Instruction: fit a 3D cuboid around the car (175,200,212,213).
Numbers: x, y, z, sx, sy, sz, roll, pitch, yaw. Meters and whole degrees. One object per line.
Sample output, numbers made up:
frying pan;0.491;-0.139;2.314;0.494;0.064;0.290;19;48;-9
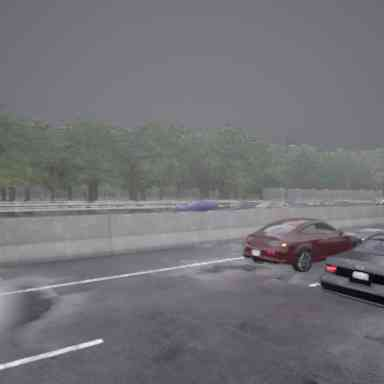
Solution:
car;0.605;1.591;34.508;5.008;1.535;1.882;0;0;-35

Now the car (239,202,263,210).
car;6.887;1.657;30.385;4.674;1.442;1.812;0;0;-35

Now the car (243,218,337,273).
car;3.694;1.570;10.804;4.674;1.442;1.812;0;0;-35

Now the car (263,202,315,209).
car;8.617;1.676;27.325;5.357;1.411;2.033;0;0;-35

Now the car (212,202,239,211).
car;4.937;1.680;33.294;5.357;1.411;2.033;1;0;-35

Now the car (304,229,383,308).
car;5.113;1.587;7.516;5.357;1.411;2.033;0;0;-35

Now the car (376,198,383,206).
car;34.230;1.768;58.385;4.553;1.767;2.097;0;0;-35
